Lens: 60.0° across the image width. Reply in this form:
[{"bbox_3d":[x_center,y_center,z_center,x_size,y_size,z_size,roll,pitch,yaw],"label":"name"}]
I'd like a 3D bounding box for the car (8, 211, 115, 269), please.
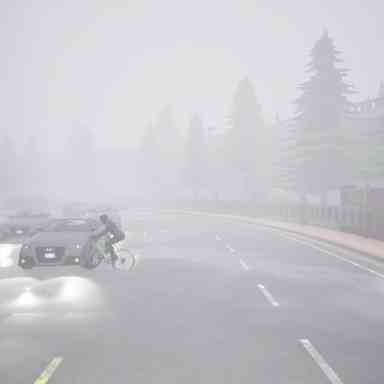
[{"bbox_3d":[-4.019,1.562,11.058,1.994,1.385,4.181,0,0,-4],"label":"car"}]

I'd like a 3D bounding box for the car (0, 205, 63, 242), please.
[{"bbox_3d":[-7.964,1.563,16.527,1.994,1.385,4.181,0,0,-12],"label":"car"}]

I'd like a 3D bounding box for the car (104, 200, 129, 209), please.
[{"bbox_3d":[-9.637,1.601,39.239,4.718,1.301,1.895,0,0,41],"label":"car"}]

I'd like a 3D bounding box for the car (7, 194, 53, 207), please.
[{"bbox_3d":[-20.911,1.221,42.319,5.566,2.045,2.150,0,0,22],"label":"car"}]

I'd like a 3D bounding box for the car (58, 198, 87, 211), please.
[{"bbox_3d":[-10.103,1.505,29.650,1.837,1.490,4.892,0,0,-35],"label":"car"}]

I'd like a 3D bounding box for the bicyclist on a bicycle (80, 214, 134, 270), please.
[{"bbox_3d":[-2.453,1.485,9.636,1.656,1.620,0.582,5,0,-2],"label":"bicyclist on a bicycle"}]

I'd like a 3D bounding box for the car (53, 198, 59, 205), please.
[{"bbox_3d":[-18.035,1.526,44.855,4.674,1.442,1.812,0,0,23],"label":"car"}]

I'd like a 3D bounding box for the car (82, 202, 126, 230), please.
[{"bbox_3d":[-5.619,1.564,20.824,1.994,1.385,4.181,0,0,-20],"label":"car"}]
